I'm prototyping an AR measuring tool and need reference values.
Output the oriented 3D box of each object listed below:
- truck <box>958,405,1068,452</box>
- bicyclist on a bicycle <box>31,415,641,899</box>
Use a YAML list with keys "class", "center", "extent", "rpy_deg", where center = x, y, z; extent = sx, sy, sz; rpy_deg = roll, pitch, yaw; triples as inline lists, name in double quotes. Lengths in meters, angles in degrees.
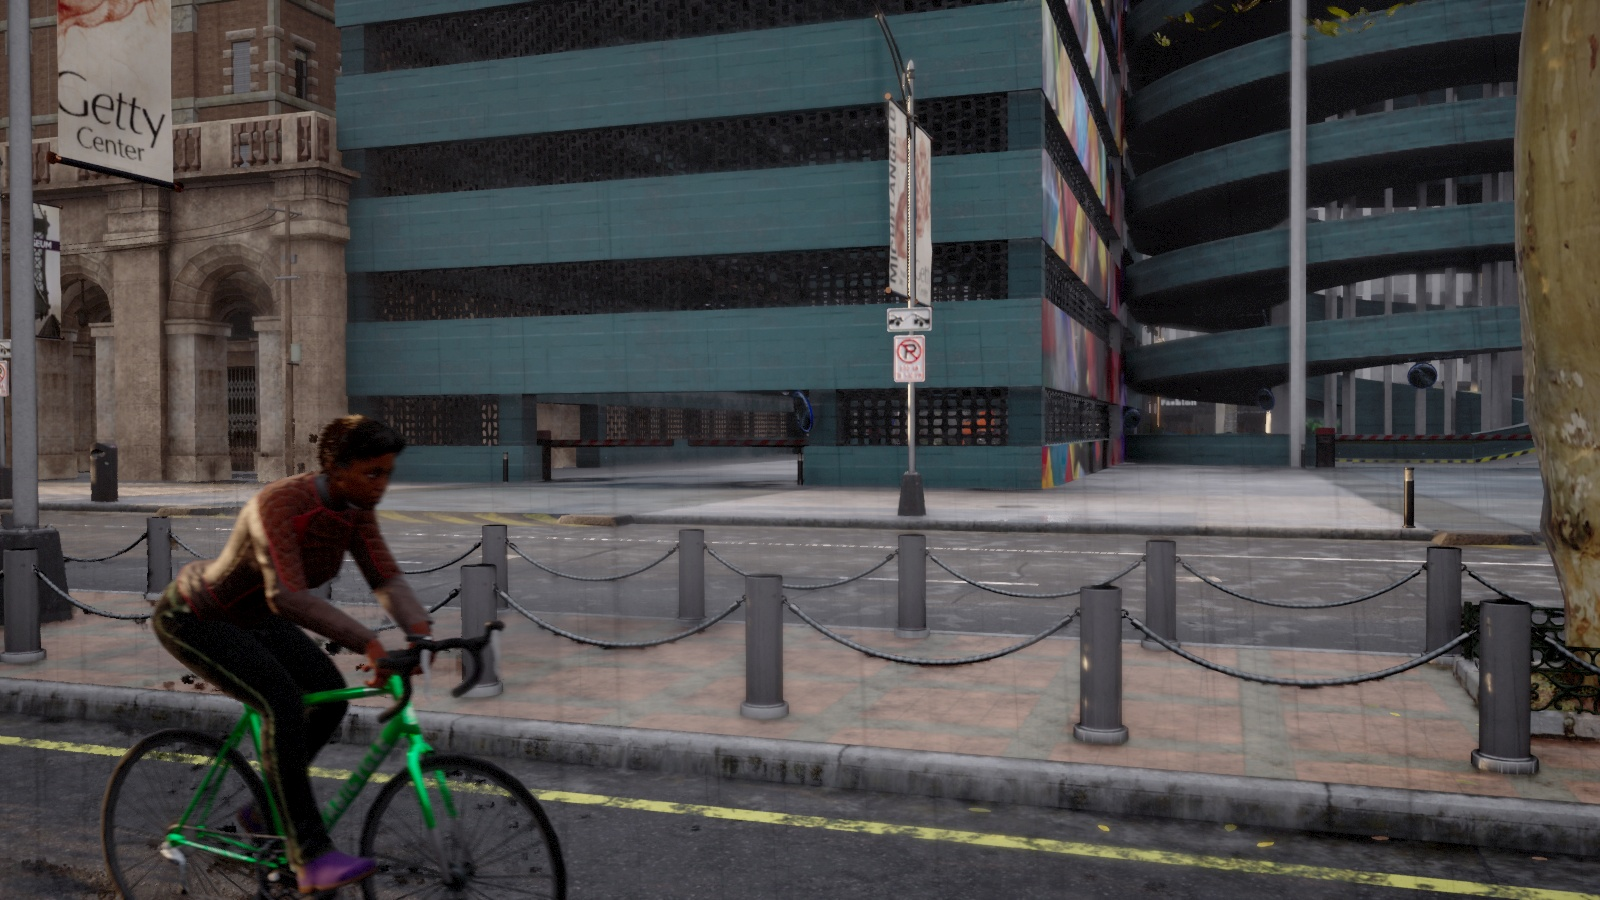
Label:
- class: "truck"
  center: [16.203, -1.625, 95.575]
  extent: [7.936, 3.462, 2.891]
  rpy_deg: [1, 1, 18]
- class: "bicyclist on a bicycle"
  center: [-1.345, 0.716, 3.644]
  extent: [1.656, 1.620, 0.582]
  rpy_deg: [1, 1, 19]
